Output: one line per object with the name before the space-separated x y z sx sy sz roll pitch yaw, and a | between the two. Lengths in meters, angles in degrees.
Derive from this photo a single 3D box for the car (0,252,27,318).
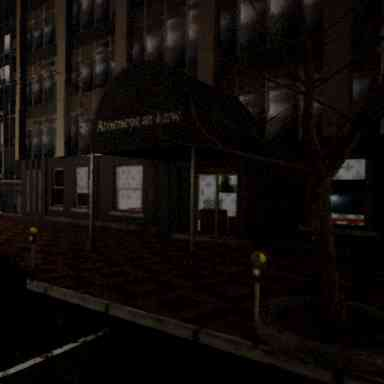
car | -4.826 1.575 6.278 4.313 1.339 1.947 0 1 35
